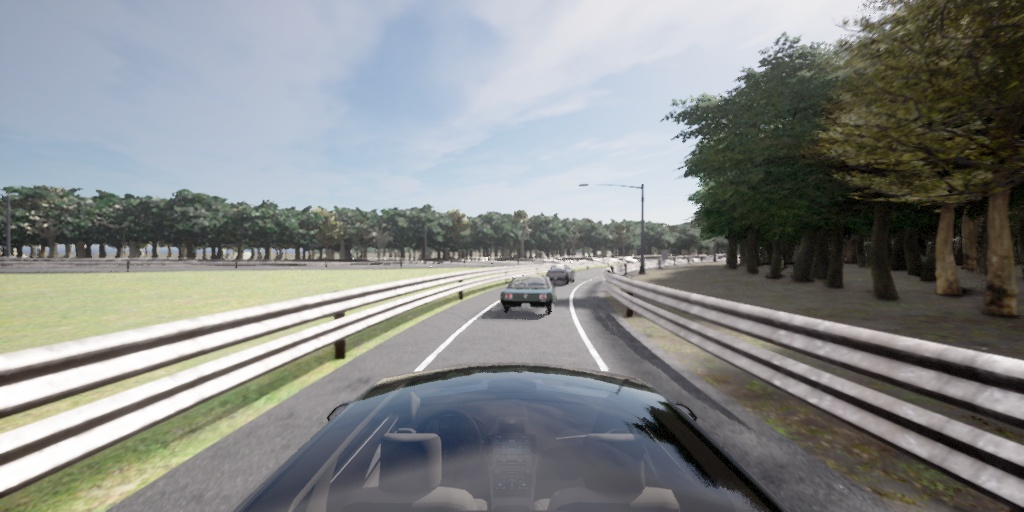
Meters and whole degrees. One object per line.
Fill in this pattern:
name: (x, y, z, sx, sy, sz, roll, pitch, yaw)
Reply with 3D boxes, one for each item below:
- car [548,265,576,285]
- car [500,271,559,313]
car: (4.050, 1.509, 29.401, 2.128, 1.511, 4.902, 0, 0, 18)
car: (0.826, 1.473, 14.771, 1.895, 1.301, 4.718, 0, 0, 9)
